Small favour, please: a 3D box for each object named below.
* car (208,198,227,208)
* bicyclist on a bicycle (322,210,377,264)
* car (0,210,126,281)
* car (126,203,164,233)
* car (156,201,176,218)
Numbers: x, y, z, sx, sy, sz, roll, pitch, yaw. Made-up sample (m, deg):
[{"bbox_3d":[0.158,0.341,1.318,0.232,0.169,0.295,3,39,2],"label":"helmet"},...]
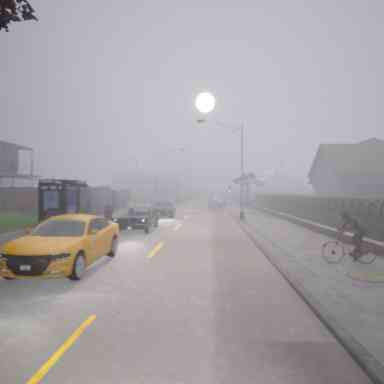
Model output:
[{"bbox_3d":[3.663,1.515,47.489,1.812,1.442,4.674,0,0,19],"label":"car"},{"bbox_3d":[4.801,1.388,10.133,1.656,1.620,0.582,0,0,3],"label":"bicyclist on a bicycle"},{"bbox_3d":[-3.620,1.431,9.979,1.882,1.535,5.008,1,0,3],"label":"car"},{"bbox_3d":[-3.104,1.550,19.360,1.895,1.301,4.718,1,0,3],"label":"car"},{"bbox_3d":[-2.544,1.509,29.290,1.994,1.385,4.181,1,0,3],"label":"car"}]
